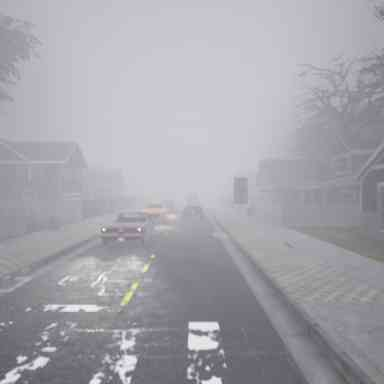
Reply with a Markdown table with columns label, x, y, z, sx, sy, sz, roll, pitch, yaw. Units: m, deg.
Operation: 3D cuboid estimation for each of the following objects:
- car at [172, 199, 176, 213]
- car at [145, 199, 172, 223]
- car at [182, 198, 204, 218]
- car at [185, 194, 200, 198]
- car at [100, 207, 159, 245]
| label | x | y | z | sx | sy | sz | roll | pitch | yaw |
| --- | --- | --- | --- | --- | --- | --- | --- | --- | --- |
| car | -2.821 | 1.541 | 37.918 | 2.128 | 1.511 | 4.902 | 0 | 0 | 0 |
| car | -2.853 | 1.505 | 26.079 | 1.882 | 1.535 | 5.008 | 0 | 0 | 0 |
| car | 0.100 | 1.560 | 30.565 | 1.812 | 1.442 | 4.674 | 0 | 0 | 0 |
| car | 0.097 | 1.319 | 54.996 | 2.150 | 2.045 | 5.566 | 0 | -1 | 0 |
| car | -2.848 | 1.616 | 15.634 | 1.895 | 1.301 | 4.718 | 0 | 0 | 0 |
